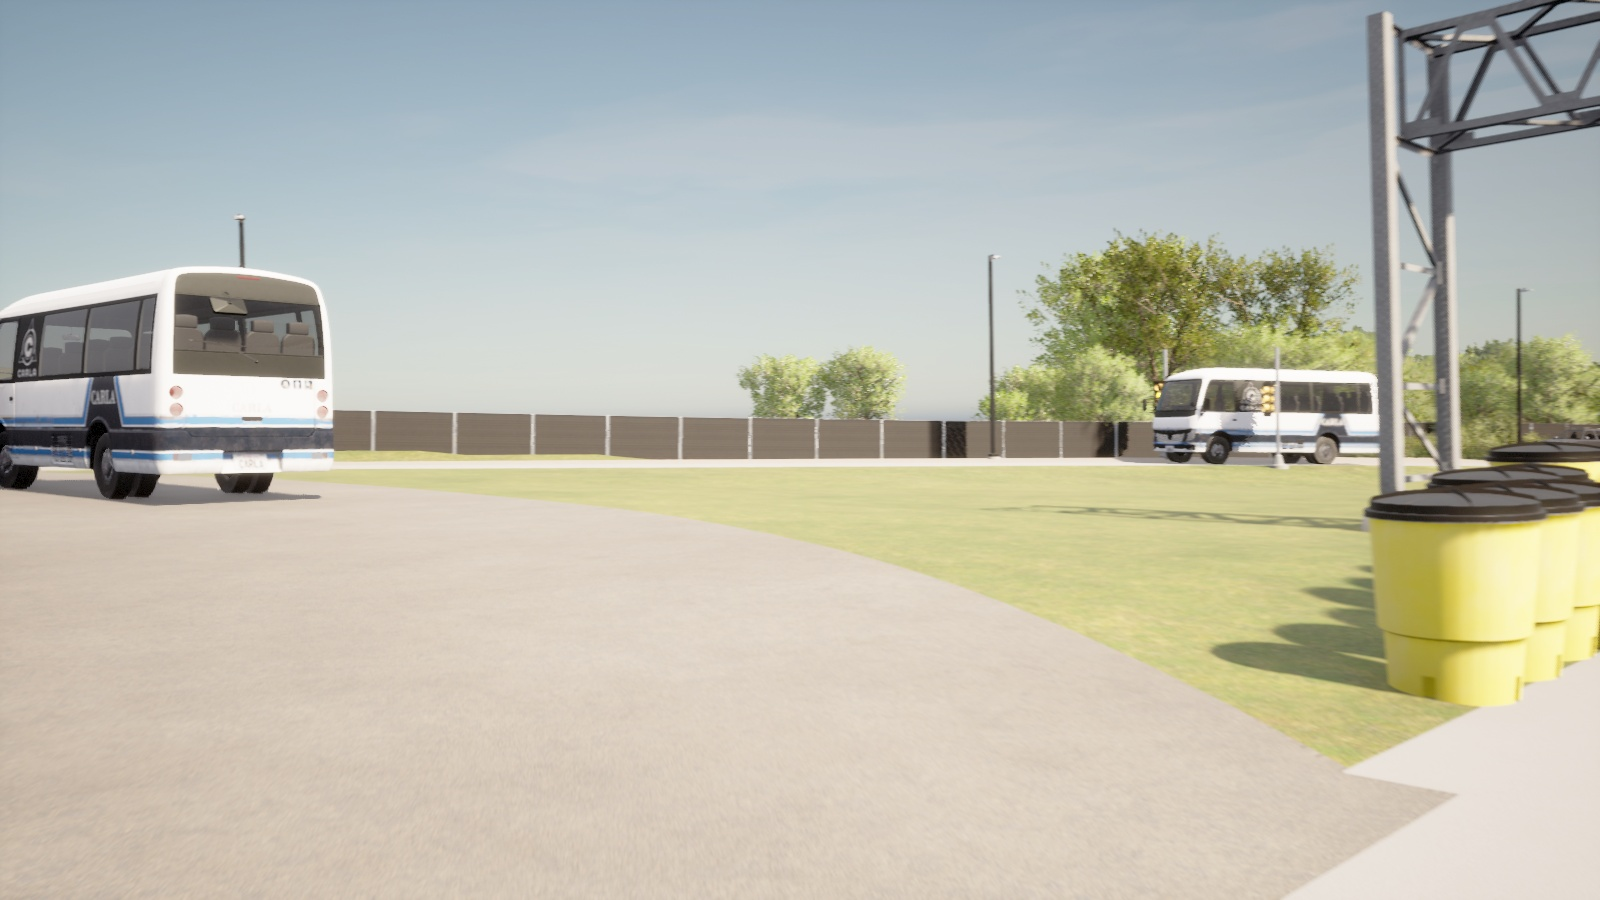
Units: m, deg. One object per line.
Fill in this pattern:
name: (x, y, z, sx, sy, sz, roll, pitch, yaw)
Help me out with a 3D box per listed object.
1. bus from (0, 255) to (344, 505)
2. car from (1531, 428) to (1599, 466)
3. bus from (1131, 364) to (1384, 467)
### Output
bus: (-13.967, -1.274, 26.245, 10.273, 4.253, 3.944, 1, 1, 42)
car: (38.722, -0.144, 62.059, 4.605, 1.855, 1.932, 0, 1, -20)
bus: (20.394, -1.457, 56.073, 10.273, 4.253, 3.944, 0, 1, -18)
